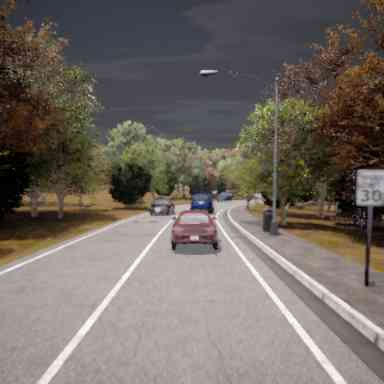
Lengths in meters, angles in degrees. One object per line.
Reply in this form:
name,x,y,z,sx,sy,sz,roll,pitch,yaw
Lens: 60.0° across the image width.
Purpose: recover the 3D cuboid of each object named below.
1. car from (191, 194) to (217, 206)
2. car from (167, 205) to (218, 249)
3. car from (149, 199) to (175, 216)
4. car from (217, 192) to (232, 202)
car,1.167,1.189,34.707,2.150,2.045,5.566,1,0,7
car,0.099,1.504,14.352,1.812,1.442,4.674,0,0,0
car,-2.803,1.431,31.939,2.128,1.511,4.902,0,0,6
car,6.986,1.106,71.154,2.150,2.045,5.566,2,0,22
